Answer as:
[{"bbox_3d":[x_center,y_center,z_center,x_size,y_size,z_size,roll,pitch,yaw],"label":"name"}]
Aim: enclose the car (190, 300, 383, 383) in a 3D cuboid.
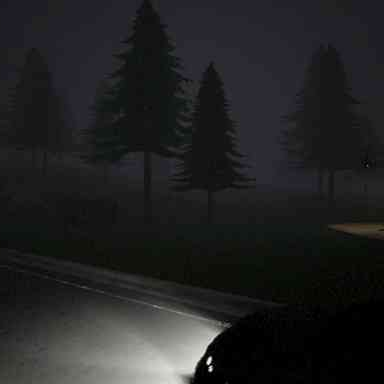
[{"bbox_3d":[2.031,1.564,2.544,4.181,1.385,1.994,0,0,36],"label":"car"}]
